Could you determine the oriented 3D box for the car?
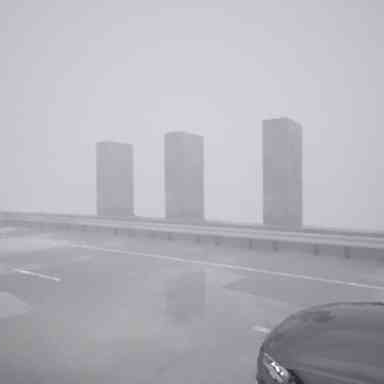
[{"bbox_3d":[2.805,1.443,2.071,4.902,1.511,2.128,0,0,36],"label":"car"}]
